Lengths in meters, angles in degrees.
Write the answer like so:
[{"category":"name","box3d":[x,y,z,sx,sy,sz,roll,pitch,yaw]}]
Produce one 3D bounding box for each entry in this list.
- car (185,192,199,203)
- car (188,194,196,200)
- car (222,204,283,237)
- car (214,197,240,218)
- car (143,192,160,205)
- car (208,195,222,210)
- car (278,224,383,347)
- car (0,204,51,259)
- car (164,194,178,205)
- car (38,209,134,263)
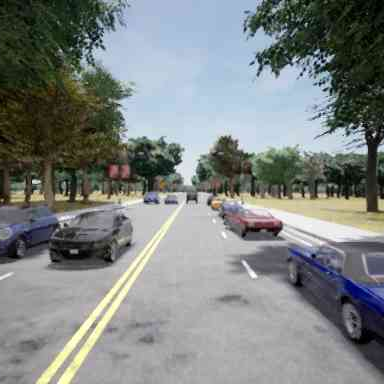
[{"category":"car","box3d":[-0.001,0.959,60.062,2.150,2.045,5.566,0,0,0]},{"category":"car","box3d":[-0.001,1.170,79.021,1.837,1.490,4.892,0,0,0]},{"category":"car","box3d":[3.102,1.517,17.626,1.895,1.301,4.718,0,0,-6]},{"category":"car","box3d":[3.250,1.416,28.250,2.033,1.411,5.357,0,0,0]},{"category":"car","box3d":[-6.560,0.982,54.157,2.150,2.045,5.566,0,0,1]},{"category":"car","box3d":[3.249,1.275,39.440,1.801,1.575,5.366,0,0,0]},{"category":"car","box3d":[3.250,1.568,6.281,1.895,1.301,4.718,0,0,0]},{"category":"car","box3d":[-6.600,1.291,12.235,2.097,1.767,4.553,0,0,0]},{"category":"car","box3d":[-3.317,1.117,53.135,2.097,1.767,4.553,0,0,0]},{"category":"car","box3d":[-3.350,1.418,11.938,1.882,1.535,5.008,0,0,0]}]
